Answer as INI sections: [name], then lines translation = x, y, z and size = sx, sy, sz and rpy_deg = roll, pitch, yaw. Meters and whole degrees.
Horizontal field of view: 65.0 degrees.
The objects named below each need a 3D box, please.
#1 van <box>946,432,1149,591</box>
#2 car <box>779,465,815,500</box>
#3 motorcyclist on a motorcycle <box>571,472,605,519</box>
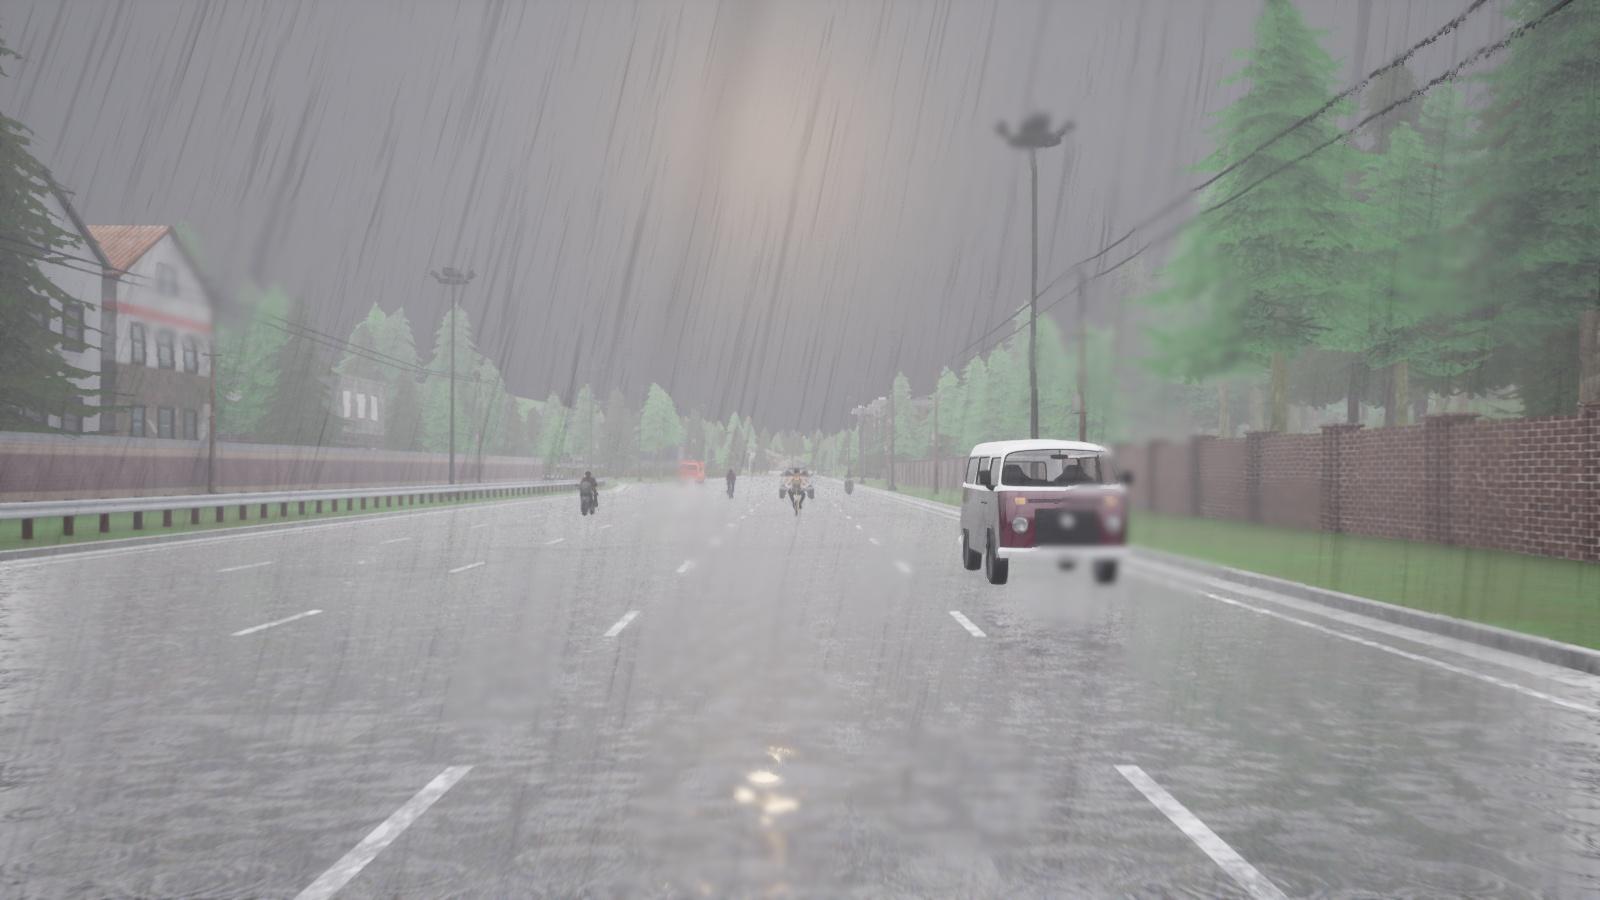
[van]
translation = 3.454, 0.826, 18.429
size = 2.069, 2.038, 4.480
rpy_deg = 0, -1, 0
[car]
translation = -0.168, 1.768, 69.245
size = 1.932, 1.855, 4.605
rpy_deg = 0, -1, 0
[motorcyclist on a motorcycle]
translation = -7.102, 1.517, 42.234
size = 0.797, 1.523, 2.044
rpy_deg = 0, -1, 0
